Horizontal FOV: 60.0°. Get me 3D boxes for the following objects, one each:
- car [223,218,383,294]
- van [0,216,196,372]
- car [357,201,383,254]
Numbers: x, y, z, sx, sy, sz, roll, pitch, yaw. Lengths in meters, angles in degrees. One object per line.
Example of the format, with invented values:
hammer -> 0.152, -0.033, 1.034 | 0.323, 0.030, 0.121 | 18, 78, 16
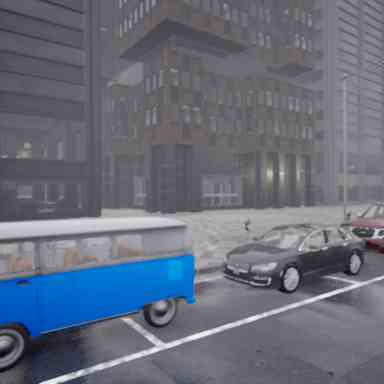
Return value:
car -> 2.763, 1.519, 8.604 | 4.403, 1.369, 2.008 | 0, 0, -35
van -> -1.837, 1.335, 5.338 | 3.998, 1.788, 1.690 | 0, 0, -35
car -> 7.360, 1.258, 11.871 | 5.009, 1.841, 2.192 | 0, 0, -35
